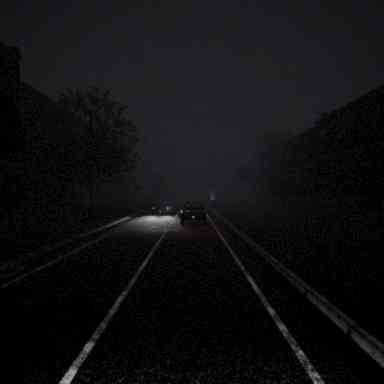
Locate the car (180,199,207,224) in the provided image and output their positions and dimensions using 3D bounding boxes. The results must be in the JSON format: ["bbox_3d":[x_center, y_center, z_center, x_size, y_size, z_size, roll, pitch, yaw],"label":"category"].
[{"bbox_3d":[0.098,1.541,25.469,2.128,1.511,4.902,0,0,0],"label":"car"}]

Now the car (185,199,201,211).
[{"bbox_3d":[0.097,1.627,43.008,1.895,1.301,4.718,0,0,0],"label":"car"}]

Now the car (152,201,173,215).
[{"bbox_3d":[-3.098,1.651,35.024,1.895,1.301,4.718,0,0,0],"label":"car"}]

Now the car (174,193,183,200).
[{"bbox_3d":[-3.005,1.038,76.108,2.033,1.411,5.357,0,0,0],"label":"car"}]
